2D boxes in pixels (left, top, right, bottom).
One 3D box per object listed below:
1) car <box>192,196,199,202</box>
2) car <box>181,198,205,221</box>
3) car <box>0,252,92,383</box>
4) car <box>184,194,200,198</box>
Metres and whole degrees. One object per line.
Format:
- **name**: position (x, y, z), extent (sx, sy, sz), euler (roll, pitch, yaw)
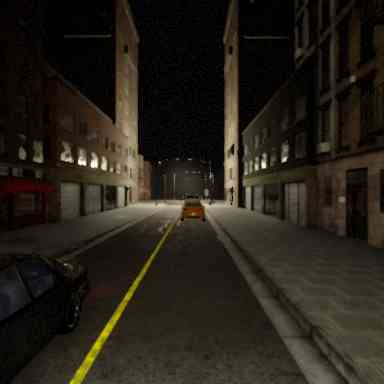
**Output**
- **car**: position (0.919, 1.739, 84.782), extent (1.752, 1.417, 4.829), euler (0, 0, 0)
- **car**: position (0.094, 1.510, 27.548), extent (1.882, 1.535, 5.008), euler (0, 0, 0)
- **car**: position (-2.820, 1.550, 4.058), extent (2.033, 1.411, 5.357), euler (0, 0, 0)
- **car**: position (0.089, 1.289, 43.426), extent (2.150, 2.045, 5.566), euler (0, 0, 0)
